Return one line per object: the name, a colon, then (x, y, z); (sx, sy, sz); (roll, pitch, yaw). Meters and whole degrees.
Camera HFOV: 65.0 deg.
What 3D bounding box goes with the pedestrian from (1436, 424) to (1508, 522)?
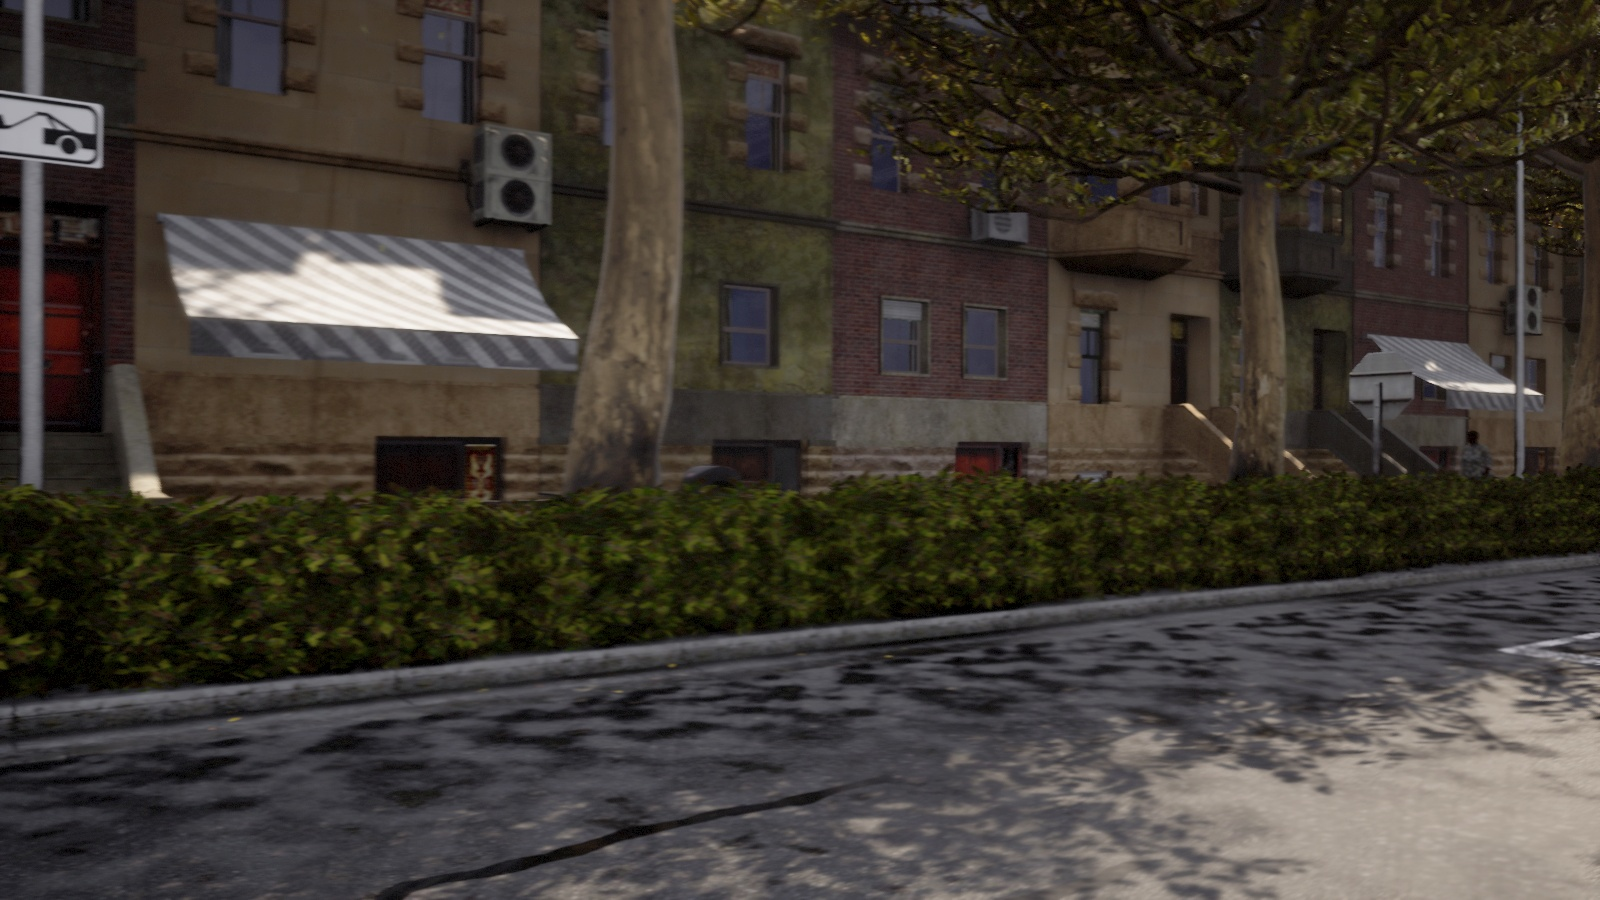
pedestrian: (12.960, 0.434, 24.211); (0.900, 1.855, 0.874); (0, 0, -30)
